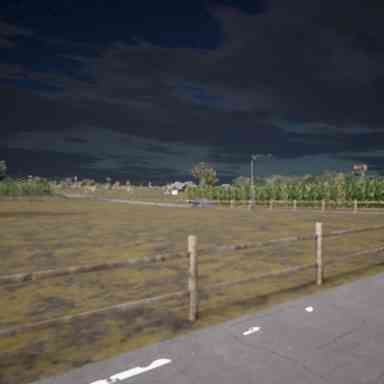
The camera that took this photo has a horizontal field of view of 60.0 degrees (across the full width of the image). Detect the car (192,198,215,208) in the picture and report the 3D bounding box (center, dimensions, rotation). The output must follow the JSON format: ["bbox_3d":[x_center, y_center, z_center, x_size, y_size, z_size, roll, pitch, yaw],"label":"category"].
[{"bbox_3d":[1.989,1.833,58.541,2.097,1.767,4.553,2,-1,-35],"label":"car"}]
